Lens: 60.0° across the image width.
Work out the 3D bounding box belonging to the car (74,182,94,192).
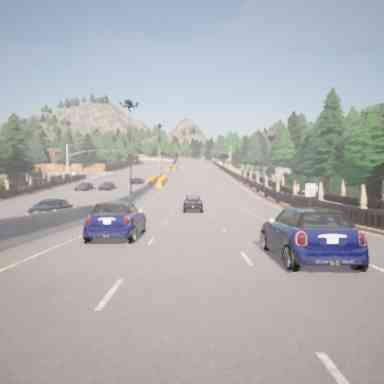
[{"bbox_3d":[-17.526,-0.922,54.140,2.033,1.411,5.357,0,7,1],"label":"car"}]

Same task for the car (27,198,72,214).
[{"bbox_3d":[-10.580,1.244,25.048,1.837,1.490,4.892,0,1,0],"label":"car"}]

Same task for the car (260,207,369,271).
[{"bbox_3d":[3.602,1.245,10.637,2.097,1.767,4.553,0,1,0],"label":"car"}]

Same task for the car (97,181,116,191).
[{"bbox_3d":[-14.018,-1.022,54.934,2.033,1.411,5.357,0,7,1],"label":"car"}]

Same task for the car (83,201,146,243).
[{"bbox_3d":[-3.397,1.198,15.402,2.097,1.767,4.553,0,1,0],"label":"car"}]

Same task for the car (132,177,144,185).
[{"bbox_3d":[-10.458,-2.144,63.931,1.994,1.385,4.181,0,7,1],"label":"car"}]

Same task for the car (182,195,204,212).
[{"bbox_3d":[0.105,1.000,31.961,2.128,1.511,4.902,0,3,0],"label":"car"}]
